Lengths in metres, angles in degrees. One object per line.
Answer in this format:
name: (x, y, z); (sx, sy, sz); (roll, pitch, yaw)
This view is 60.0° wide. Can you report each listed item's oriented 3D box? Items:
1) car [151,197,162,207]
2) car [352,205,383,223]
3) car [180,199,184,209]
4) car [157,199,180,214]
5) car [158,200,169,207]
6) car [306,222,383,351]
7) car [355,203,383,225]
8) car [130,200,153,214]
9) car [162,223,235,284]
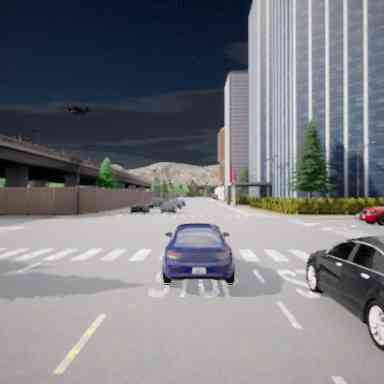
car: (-6.218, 1.898, 57.976); (2.150, 2.045, 5.566); (0, -1, 1)
car: (17.055, 1.938, 29.629); (4.674, 1.442, 1.812); (0, -1, 1)
car: (-2.750, 2.165, 56.523); (1.837, 1.490, 4.892); (0, -1, 1)
car: (-2.968, 2.003, 42.738); (1.837, 1.490, 4.892); (0, -1, 1)
car: (-5.969, 2.366, 69.834); (1.994, 1.385, 4.181); (0, -1, 1)
car: (3.657, 1.581, 6.258); (1.837, 1.490, 4.892); (0, -1, 1)
car: (16.280, 1.593, 26.154); (5.566, 2.045, 2.150); (0, -1, 1)
car: (-6.512, 2.090, 42.097); (1.895, 1.301, 4.718); (0, -1, 1)
car: (0.166, 1.642, 9.840); (1.812, 1.442, 4.674); (0, 0, 0)
